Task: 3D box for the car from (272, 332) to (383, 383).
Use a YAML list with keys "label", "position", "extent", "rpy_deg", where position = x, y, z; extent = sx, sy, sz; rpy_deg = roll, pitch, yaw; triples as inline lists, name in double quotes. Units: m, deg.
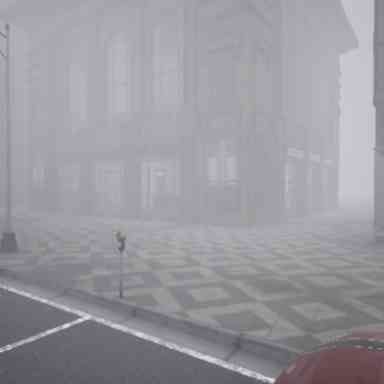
- label: "car"
  position: [2.239, 1.417, 1.506]
  extent: [4.097, 1.590, 1.967]
  rpy_deg: [1, 1, 35]
